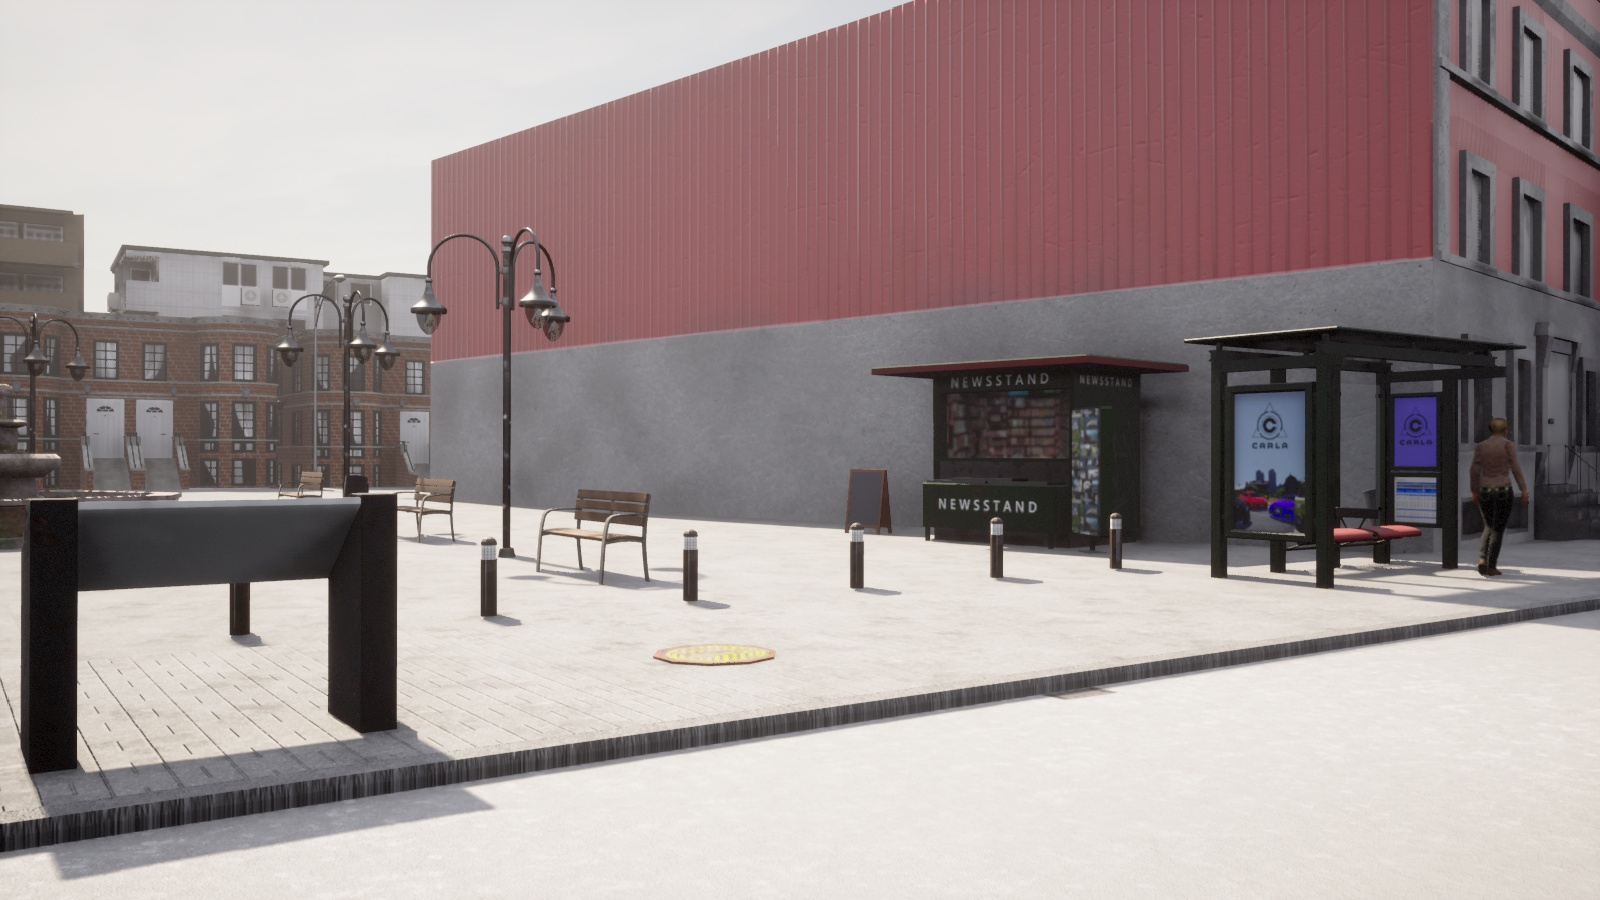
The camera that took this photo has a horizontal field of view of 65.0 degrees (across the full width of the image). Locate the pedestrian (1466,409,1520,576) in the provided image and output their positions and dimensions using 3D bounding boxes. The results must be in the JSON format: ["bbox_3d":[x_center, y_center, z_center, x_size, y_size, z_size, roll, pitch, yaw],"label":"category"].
[{"bbox_3d":[7.861,0.471,14.246,0.634,1.846,0.331,0,0,-40],"label":"pedestrian"}]
